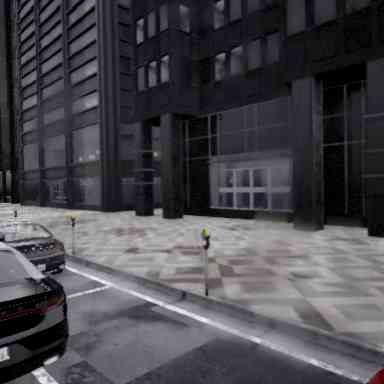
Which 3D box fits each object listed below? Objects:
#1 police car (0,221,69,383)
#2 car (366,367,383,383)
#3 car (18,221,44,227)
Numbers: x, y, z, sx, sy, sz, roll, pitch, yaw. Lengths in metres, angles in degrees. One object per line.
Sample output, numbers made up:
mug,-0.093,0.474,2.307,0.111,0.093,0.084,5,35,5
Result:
police car,-3.712,1.397,5.068,1.930,1.638,5.238,-2,2,-44
car,2.895,1.454,0.933,1.887,1.381,4.507,-2,2,-44
car,-4.953,1.473,9.025,2.008,1.369,4.403,-2,2,-44
